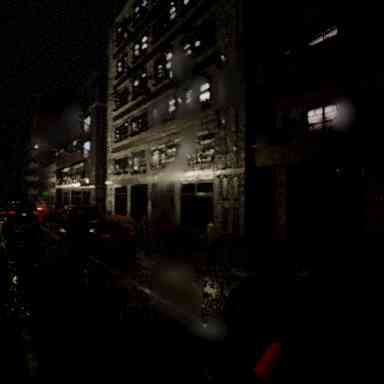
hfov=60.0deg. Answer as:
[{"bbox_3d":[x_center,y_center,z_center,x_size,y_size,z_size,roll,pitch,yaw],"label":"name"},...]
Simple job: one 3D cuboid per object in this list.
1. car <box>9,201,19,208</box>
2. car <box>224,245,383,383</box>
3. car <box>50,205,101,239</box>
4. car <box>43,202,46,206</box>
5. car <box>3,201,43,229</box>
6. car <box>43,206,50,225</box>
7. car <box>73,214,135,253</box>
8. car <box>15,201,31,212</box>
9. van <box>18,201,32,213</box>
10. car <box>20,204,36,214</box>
[{"bbox_3d":[-44.560,3.063,83.181,1.967,1.590,4.097,0,-1,-31],"label":"car"},{"bbox_3d":[2.360,1.444,4.058,2.097,1.767,4.553,1,-1,-31],"label":"car"},{"bbox_3d":[-6.806,1.713,19.973,2.192,1.841,5.009,0,-1,-31],"label":"car"},{"bbox_3d":[-18.423,2.089,39.422,2.192,1.841,5.009,0,-1,-31],"label":"car"},{"bbox_3d":[-13.413,1.737,26.199,2.150,2.045,5.566,1,-1,-31],"label":"car"},{"bbox_3d":[-12.612,2.168,29.694,1.802,1.307,4.206,0,-1,-31],"label":"car"},{"bbox_3d":[-3.899,1.886,15.107,1.802,1.307,4.206,0,-1,-31],"label":"car"},{"bbox_3d":[-30.040,2.466,58.871,2.192,1.841,5.009,0,-1,-31],"label":"car"},{"bbox_3d":[-27.135,2.398,54.008,1.690,1.788,3.998,0,-1,-31],"label":"van"},{"bbox_3d":[-24.229,2.544,49.143,1.802,1.307,4.206,0,-1,-31],"label":"car"}]
